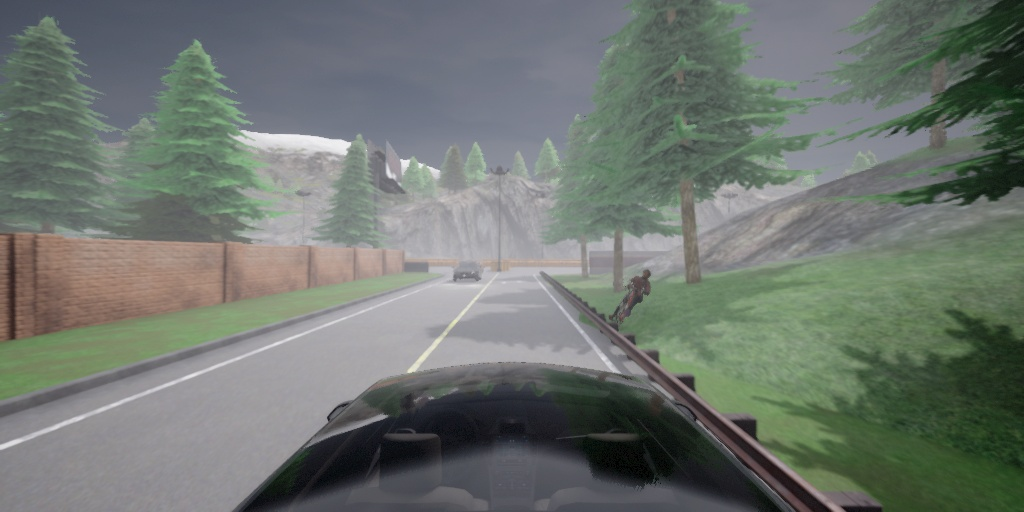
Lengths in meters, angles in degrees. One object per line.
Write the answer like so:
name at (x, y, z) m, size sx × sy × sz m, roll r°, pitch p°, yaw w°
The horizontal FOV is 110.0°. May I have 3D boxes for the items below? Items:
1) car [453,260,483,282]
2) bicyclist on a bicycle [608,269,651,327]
car at (-3.274, 1.100, 27.220) m, size 1.837 × 1.490 × 4.892 m, roll 0°, pitch 0°, yaw 1°
bicyclist on a bicycle at (2.855, 1.031, 8.588) m, size 0.582 × 1.620 × 1.656 m, roll 30°, pitch -17°, yaw 25°
